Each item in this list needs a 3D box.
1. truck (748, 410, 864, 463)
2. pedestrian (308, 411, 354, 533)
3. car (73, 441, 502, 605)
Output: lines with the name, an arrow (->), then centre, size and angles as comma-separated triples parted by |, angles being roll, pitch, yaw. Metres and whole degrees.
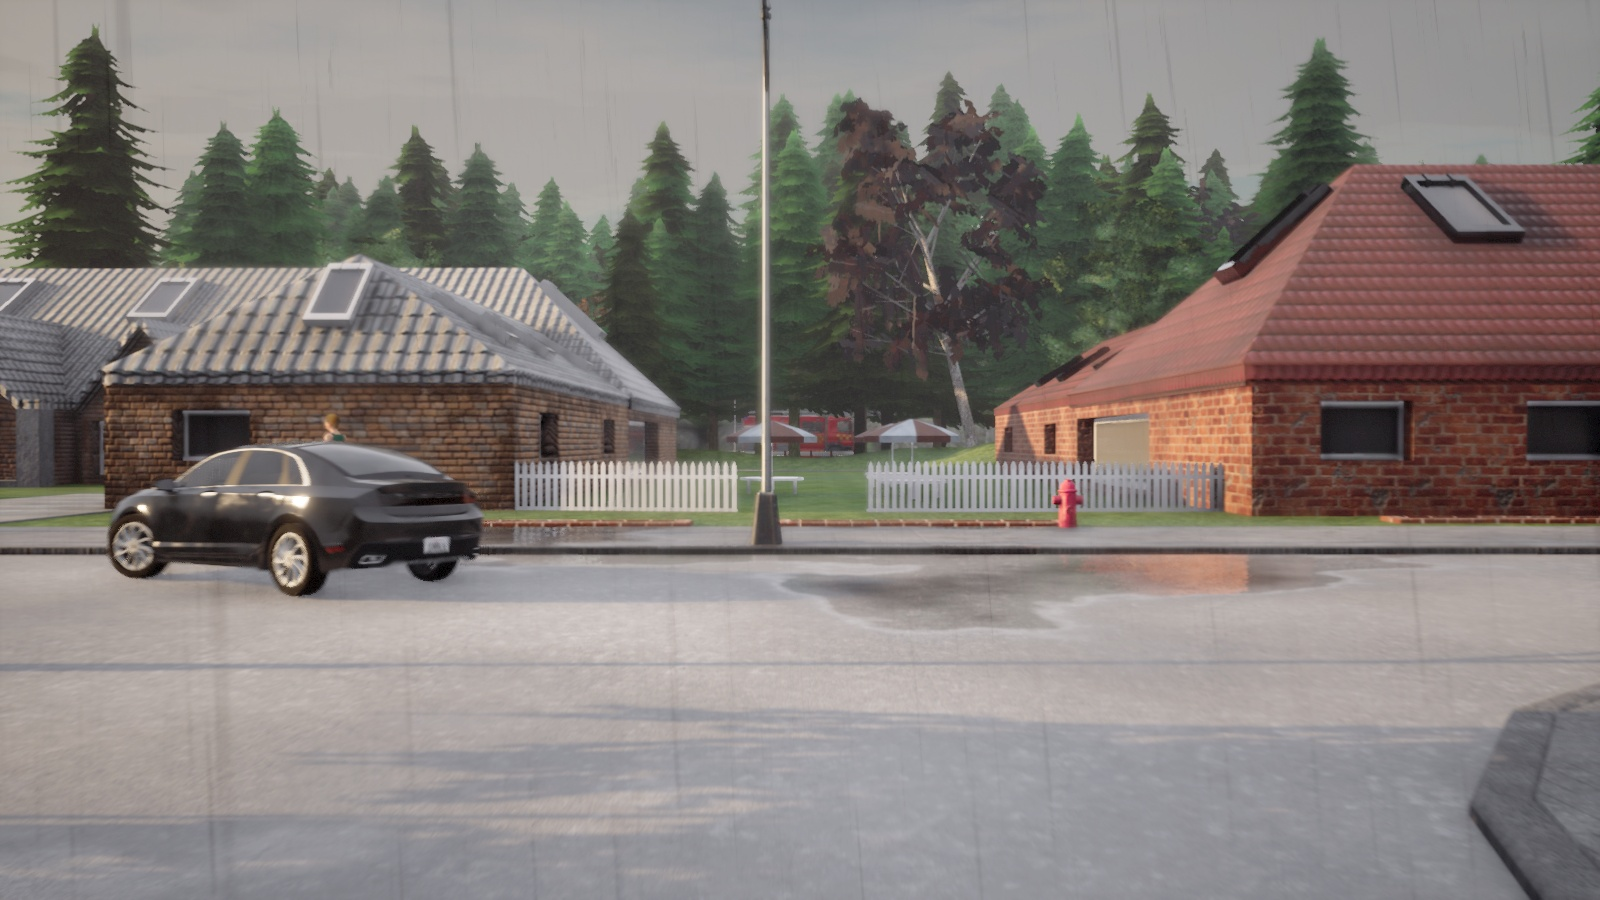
truck -> 0.439, -0.988, 92.734 | 8.468, 3.827, 2.891 | 0, 0, 0
pedestrian -> -7.169, 0.332, 19.193 | 0.594, 1.836, 0.345 | 0, 0, 29
car -> -5.640, 0.663, 13.576 | 4.892, 1.490, 1.837 | 0, 0, 33
